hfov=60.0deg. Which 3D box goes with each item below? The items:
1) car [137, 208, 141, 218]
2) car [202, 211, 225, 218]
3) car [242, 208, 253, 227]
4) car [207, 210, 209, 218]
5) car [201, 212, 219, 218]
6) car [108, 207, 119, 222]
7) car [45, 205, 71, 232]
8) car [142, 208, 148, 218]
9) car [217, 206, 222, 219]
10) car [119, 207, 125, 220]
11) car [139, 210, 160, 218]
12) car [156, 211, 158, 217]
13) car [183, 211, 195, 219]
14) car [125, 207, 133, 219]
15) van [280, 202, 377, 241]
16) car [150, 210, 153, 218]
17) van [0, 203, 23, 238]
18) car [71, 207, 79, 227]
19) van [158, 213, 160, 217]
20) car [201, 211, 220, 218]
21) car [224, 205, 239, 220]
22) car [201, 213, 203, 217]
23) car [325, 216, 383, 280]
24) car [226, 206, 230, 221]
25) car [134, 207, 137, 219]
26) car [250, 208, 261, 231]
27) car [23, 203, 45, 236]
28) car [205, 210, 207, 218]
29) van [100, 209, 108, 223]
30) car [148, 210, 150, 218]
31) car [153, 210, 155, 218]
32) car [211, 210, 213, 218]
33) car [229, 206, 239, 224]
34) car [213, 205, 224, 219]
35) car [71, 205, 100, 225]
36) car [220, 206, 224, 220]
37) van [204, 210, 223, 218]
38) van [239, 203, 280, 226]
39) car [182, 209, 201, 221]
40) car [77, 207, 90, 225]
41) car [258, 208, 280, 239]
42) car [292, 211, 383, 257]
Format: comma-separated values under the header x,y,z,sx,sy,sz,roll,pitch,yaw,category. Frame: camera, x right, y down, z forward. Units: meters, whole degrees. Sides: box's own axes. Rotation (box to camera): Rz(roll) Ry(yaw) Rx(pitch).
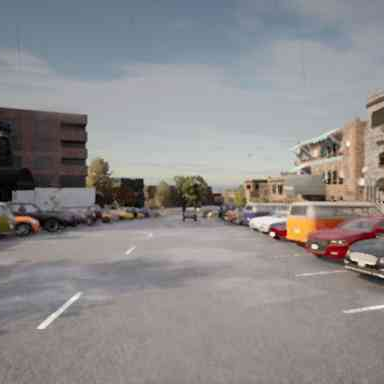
x,y,z,sx,sy,sz,roll,pitch,yaw,category
-11.926,3.539,55.755,5.566,2.045,2.435,1,-4,-21,car
5.206,5.566,82.070,5.366,1.575,1.946,2,-4,-21,car
6.315,2.042,23.564,4.674,1.452,2.002,2,-3,-20,car
5.786,4.010,61.646,4.553,1.767,2.185,2,-4,-21,car
5.105,6.432,93.896,4.792,1.488,2.163,2,-5,-21,car
-11.471,2.719,37.901,5.366,1.575,1.946,0,-4,-21,car
-11.480,1.750,22.912,5.566,2.045,2.435,0,-3,-20,car
-11.885,4.405,64.780,5.366,1.575,1.946,1,-5,-21,car
6.126,2.861,41.152,4.892,1.521,2.231,2,-4,-21,car
-11.691,3.082,43.819,4.792,1.488,2.163,0,-4,-21,car
-12.112,6.275,94.722,5.566,2.045,2.435,0,-5,-19,car
-12.146,5.977,88.720,4.553,1.767,2.185,1,-4,-20,car
-0.483,3.810,54.702,1.895,1.301,4.718,0,-4,-1,car
-11.587,3.224,46.860,5.366,1.575,1.946,0,-4,-21,car
6.483,1.444,14.827,4.442,1.987,1.878,2,-2,-20,van
-12.213,4.791,73.709,5.566,2.045,2.435,1,-4,-20,car
-11.346,1.534,16.953,4.442,1.987,1.878,0,-2,-20,van
-11.549,2.161,25.860,4.792,1.488,2.163,0,-2,-20,car
-12.049,6.090,91.757,4.442,1.987,1.878,1,-5,-20,van
5.128,6.069,90.945,4.553,1.767,2.185,2,-5,-21,car
6.171,2.424,35.290,4.553,1.767,2.185,2,-3,-21,car
5.457,5.369,79.210,5.008,1.535,2.097,2,-4,-21,car
6.403,1.532,8.923,4.892,1.521,2.231,1,-1,-20,car
6.205,2.434,32.342,4.792,1.488,2.163,2,-3,-20,car
-12.024,3.591,52.699,5.366,1.575,1.946,1,-4,-21,car
6.338,1.919,20.628,4.674,1.452,2.002,2,-2,-20,car
-11.508,1.749,19.889,4.553,1.767,2.185,0,-2,-20,car
5.753,4.339,64.572,5.008,1.535,2.097,2,-5,-21,car
-11.504,2.338,34.900,4.442,1.987,1.878,0,-3,-21,van
-12.141,4.366,67.705,5.566,2.045,2.435,1,-4,-21,car
-12.213,5.468,79.712,4.892,1.521,2.231,1,-5,-20,car
6.016,3.373,49.936,5.008,1.535,2.097,2,-4,-21,car
6.267,2.264,29.430,5.008,1.535,2.097,2,-3,-20,car
6.123,2.777,44.108,5.566,2.045,2.435,2,-4,-21,car
-11.548,2.288,31.866,4.553,1.767,2.185,0,-3,-20,car
6.162,2.705,38.218,4.892,1.521,2.231,2,-4,-21,car
5.420,5.561,85.126,4.442,1.987,1.878,2,-5,-21,van
6.398,1.908,26.550,4.442,1.987,1.878,2,-3,-20,van
-0.331,3.083,44.636,2.128,1.511,4.902,0,-3,-1,car
-11.543,2.309,28.862,4.674,1.452,2.002,0,-3,-20,car
6.326,1.793,17.696,4.792,1.488,2.163,2,-2,-20,car
6.392,1.589,11.850,5.008,1.535,2.097,1,-2,-20,car
